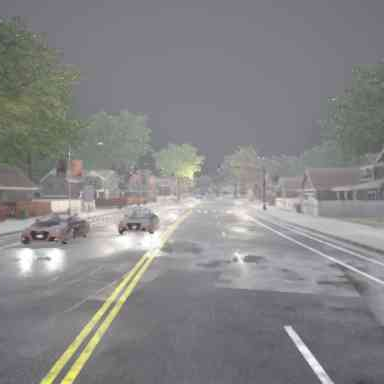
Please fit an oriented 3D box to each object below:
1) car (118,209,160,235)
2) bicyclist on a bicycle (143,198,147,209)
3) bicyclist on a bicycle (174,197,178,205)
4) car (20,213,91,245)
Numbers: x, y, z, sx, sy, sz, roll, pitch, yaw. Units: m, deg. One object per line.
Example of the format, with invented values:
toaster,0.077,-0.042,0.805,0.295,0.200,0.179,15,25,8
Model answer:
car,-3.100,1.732,20.076,1.994,1.385,4.181,0,0,2
bicyclist on a bicycle,-6.889,1.739,48.322,0.659,1.776,1.843,0,0,5
bicyclist on a bicycle,-3.435,1.888,70.990,0.866,1.612,1.509,0,0,6
car,-6.450,1.702,16.148,1.994,1.385,4.181,0,0,1
